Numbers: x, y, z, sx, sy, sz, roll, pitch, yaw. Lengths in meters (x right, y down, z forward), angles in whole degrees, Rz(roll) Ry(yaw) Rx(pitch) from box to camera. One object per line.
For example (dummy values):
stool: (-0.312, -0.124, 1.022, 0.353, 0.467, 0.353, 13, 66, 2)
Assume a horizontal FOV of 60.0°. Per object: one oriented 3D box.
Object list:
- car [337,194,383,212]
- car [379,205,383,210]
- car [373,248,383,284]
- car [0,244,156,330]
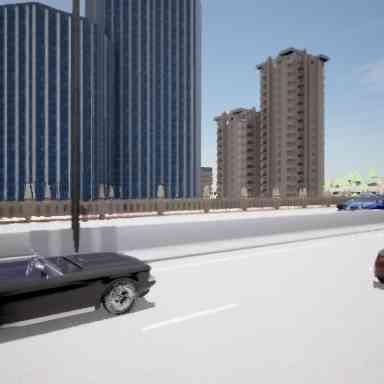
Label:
car: (14.736, 1.220, 27.383, 5.566, 2.045, 2.150, 0, 0, -35)
car: (11.604, 1.491, 16.314, 4.902, 1.511, 2.128, 0, 0, -35)
car: (6.386, 1.564, 8.296, 4.181, 1.385, 1.994, 0, 0, -36)
car: (-3.045, 1.599, 5.868, 4.718, 1.301, 1.895, 0, 0, -36)
